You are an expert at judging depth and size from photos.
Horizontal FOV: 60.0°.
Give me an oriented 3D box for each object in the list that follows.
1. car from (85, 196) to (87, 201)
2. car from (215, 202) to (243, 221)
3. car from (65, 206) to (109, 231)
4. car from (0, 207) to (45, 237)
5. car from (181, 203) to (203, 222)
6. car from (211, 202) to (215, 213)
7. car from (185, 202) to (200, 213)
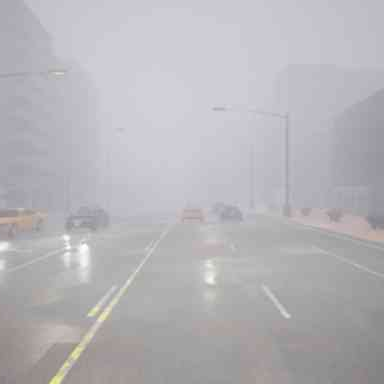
[{"bbox_3d":[-25.984,1.485,77.919,1.970,1.475,3.806,0,1,0],"label":"car"},{"bbox_3d":[3.518,1.905,31.191,1.994,1.385,4.181,0,-1,0],"label":"car"},{"bbox_3d":[-7.002,1.741,22.673,2.128,1.511,4.902,0,-1,0],"label":"car"},{"bbox_3d":[-10.524,1.687,19.645,1.882,1.535,5.008,0,-1,0],"label":"car"},{"bbox_3d":[0.012,1.810,30.331,1.882,1.535,5.008,0,-1,0],"label":"car"},{"bbox_3d":[3.538,2.041,43.900,2.033,1.411,5.357,0,-1,1],"label":"car"},{"bbox_3d":[0.049,2.106,44.691,1.895,1.301,4.718,0,-1,0],"label":"car"}]
